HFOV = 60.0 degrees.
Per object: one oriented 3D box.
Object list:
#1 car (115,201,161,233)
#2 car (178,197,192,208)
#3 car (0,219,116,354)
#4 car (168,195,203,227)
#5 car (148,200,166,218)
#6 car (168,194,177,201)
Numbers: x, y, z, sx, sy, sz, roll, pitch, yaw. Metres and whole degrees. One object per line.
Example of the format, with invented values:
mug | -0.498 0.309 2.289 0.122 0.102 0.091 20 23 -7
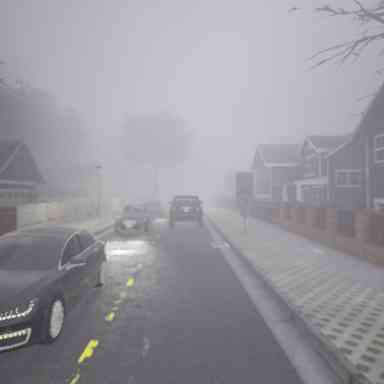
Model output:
car | -3.269 1.491 19.565 2.128 1.511 4.902 0 0 -1
car | -0.993 1.483 48.015 1.882 1.535 5.008 0 -1 -1
car | -2.972 1.512 6.459 1.837 1.490 4.892 0 0 -1
car | -0.405 1.203 22.812 2.150 2.045 5.566 0 0 -1
car | -3.492 1.503 30.450 1.837 1.490 4.892 0 0 -1
car | -4.543 1.322 78.204 1.882 1.535 5.008 0 0 -1
